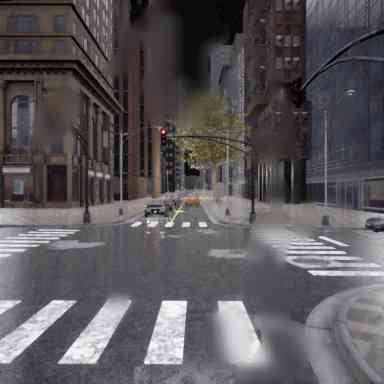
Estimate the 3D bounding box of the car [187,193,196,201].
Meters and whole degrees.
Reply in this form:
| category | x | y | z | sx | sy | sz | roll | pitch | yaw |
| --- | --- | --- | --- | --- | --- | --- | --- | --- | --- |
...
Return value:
| category | x | y | z | sx | sy | sz | roll | pitch | yaw |
| --- | --- | --- | --- | --- | --- | --- | --- | --- | --- |
| car | -0.028 | 1.064 | 70.686 | 1.882 | 1.535 | 5.008 | 0 | 1 | 0 |

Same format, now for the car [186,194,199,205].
| category | x | y | z | sx | sy | sz | roll | pitch | yaw |
| --- | --- | --- | --- | --- | --- | --- | --- | --- | --- |
| car | 0.056 | 1.114 | 53.506 | 2.097 | 1.767 | 4.553 | 0 | 1 | -1 |

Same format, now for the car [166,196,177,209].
| category | x | y | z | sx | sy | sz | roll | pitch | yaw |
| --- | --- | --- | --- | --- | --- | --- | --- | --- | --- |
| car | -3.136 | 1.470 | 39.103 | 1.895 | 1.301 | 4.718 | 0 | 0 | 0 |

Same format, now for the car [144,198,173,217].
| category | x | y | z | sx | sy | sz | roll | pitch | yaw |
| --- | --- | --- | --- | --- | --- | --- | --- | --- | --- |
| car | -3.128 | 1.490 | 30.310 | 1.994 | 1.385 | 4.181 | 0 | 0 | 0 |

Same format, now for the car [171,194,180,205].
| category | x | y | z | sx | sy | sz | roll | pitch | yaw |
| --- | --- | --- | --- | --- | --- | --- | --- | --- | --- |
| car | -3.143 | 1.393 | 49.439 | 1.895 | 1.301 | 4.718 | 0 | 0 | 0 |

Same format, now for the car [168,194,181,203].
| category | x | y | z | sx | sy | sz | roll | pitch | yaw |
| --- | --- | --- | --- | --- | --- | --- | --- | --- | --- |
| car | -3.105 | 1.190 | 60.072 | 2.128 | 1.511 | 4.902 | 0 | 1 | 1 |

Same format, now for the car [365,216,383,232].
| category | x | y | z | sx | sy | sz | roll | pitch | yaw |
| --- | --- | --- | --- | --- | --- | --- | --- | --- | --- |
| car | 11.910 | 1.632 | 18.363 | 4.403 | 1.369 | 2.008 | 0 | 0 | 0 |
